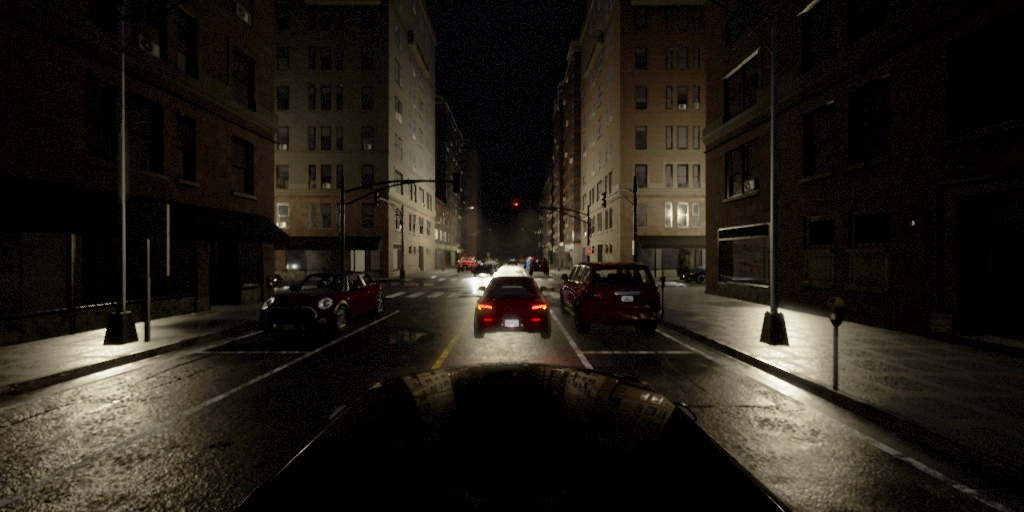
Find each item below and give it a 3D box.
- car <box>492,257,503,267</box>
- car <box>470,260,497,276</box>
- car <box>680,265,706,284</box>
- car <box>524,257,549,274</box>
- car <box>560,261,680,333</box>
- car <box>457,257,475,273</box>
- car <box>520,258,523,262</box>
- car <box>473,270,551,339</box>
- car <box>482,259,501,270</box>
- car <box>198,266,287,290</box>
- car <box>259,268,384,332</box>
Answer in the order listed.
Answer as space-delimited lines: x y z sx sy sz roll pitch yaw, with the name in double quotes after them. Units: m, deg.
-2.739 1.286 55.615 2.033 1.411 5.357 0 0 1 "car"
-2.785 1.344 36.089 1.895 1.301 4.718 0 0 0 "car"
14.289 1.267 25.679 4.181 1.385 1.994 0 0 -1 "car"
2.766 1.057 37.660 2.192 1.841 5.009 0 0 0 "car"
2.652 1.063 10.604 2.192 1.841 5.009 0 0 0 "car"
-5.342 1.056 43.178 2.192 1.841 5.009 0 0 0 "car"
2.784 1.053 54.172 2.192 1.841 5.009 0 0 0 "car"
0.021 1.274 9.960 1.812 1.442 4.674 0 0 1 "car"
-2.763 1.342 45.802 1.895 1.301 4.718 0 0 0 "car"
-17.077 1.359 22.858 4.181 1.385 1.994 0 0 0 "car"
-5.373 1.188 10.619 1.967 1.591 4.097 0 0 0 "car"
